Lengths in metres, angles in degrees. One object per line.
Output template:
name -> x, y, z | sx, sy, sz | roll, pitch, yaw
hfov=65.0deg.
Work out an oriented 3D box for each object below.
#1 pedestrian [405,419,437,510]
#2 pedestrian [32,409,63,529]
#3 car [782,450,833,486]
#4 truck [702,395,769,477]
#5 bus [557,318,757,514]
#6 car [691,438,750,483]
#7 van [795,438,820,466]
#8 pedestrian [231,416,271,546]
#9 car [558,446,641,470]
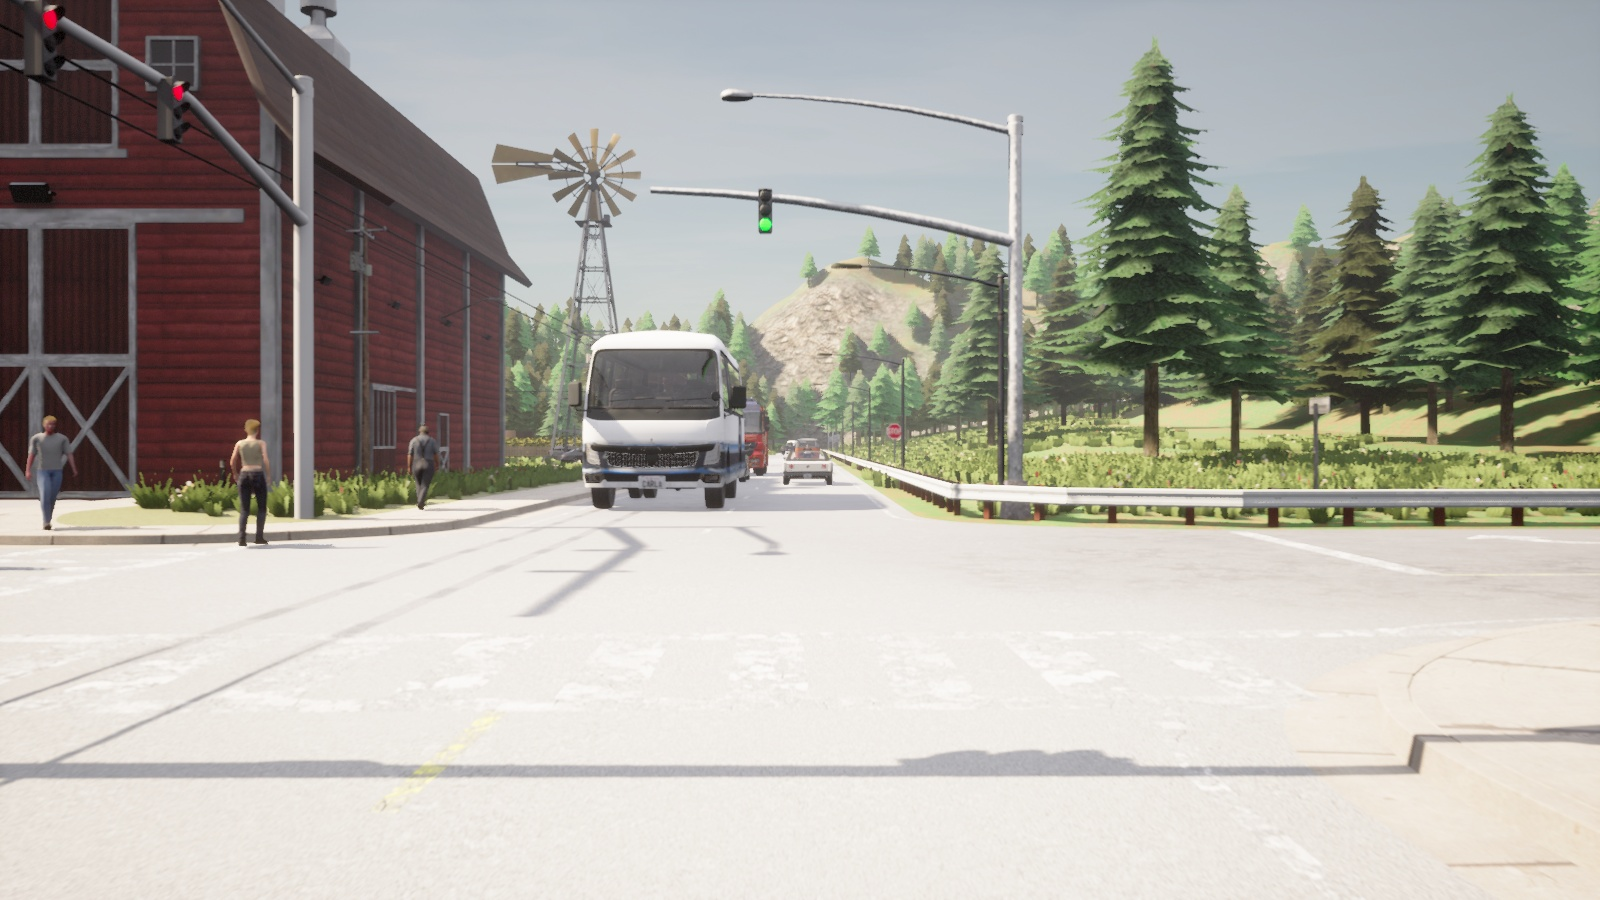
pedestrian -> -7.809, 0.290, 25.868 | 0.540, 1.848, 0.694 | 0, 0, -8
pedestrian -> -11.673, 0.286, 19.481 | 0.354, 1.836, 0.706 | 0, 0, -36
car -> 0.295, 0.650, 48.471 | 1.895, 1.301, 4.718 | 0, 0, 0
truck -> -3.121, -0.676, 62.883 | 2.891, 3.827, 8.468 | 0, 0, 0
bus -> -3.296, -0.765, 32.492 | 3.944, 4.253, 10.273 | 0, 0, 0
car -> -3.187, 0.393, 51.397 | 2.097, 1.767, 4.553 | 0, 0, 0
van -> 0.551, 0.123, 92.711 | 1.775, 1.987, 4.442 | 0, 0, 0
pedestrian -> -7.866, 0.440, 17.999 | 0.345, 1.836, 0.594 | 0, 0, -4
car -> -11.942, 0.458, 74.948 | 4.674, 1.442, 1.812 | 0, 0, -1
